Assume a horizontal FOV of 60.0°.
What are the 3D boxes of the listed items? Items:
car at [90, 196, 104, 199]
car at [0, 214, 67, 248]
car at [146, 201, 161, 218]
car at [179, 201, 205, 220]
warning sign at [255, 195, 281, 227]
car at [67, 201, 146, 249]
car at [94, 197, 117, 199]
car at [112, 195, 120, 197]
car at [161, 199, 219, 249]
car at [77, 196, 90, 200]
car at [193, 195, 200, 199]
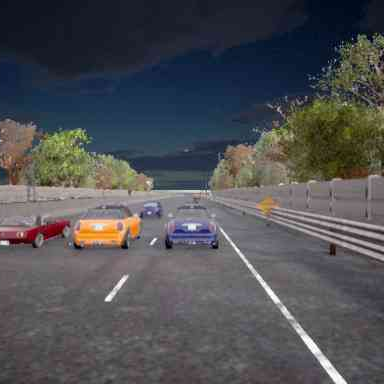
[{"bbox_3d":[-21.000,1.588,75.958,2.128,1.511,4.902,0,0,0],"label":"car"},{"bbox_3d":[-7.000,1.620,14.680,1.895,1.301,4.718,0,0,0],"label":"car"},{"bbox_3d":[-3.500,1.550,29.651,1.812,1.442,4.674,0,0,0],"label":"car"},{"bbox_3d":[0.000,1.581,29.651,2.033,1.411,5.357,0,0,0],"label":"car"},{"bbox_3d":[4.549,1.121,19.907,1.300,1.860,1.060,0,0,0],"label":"warning sign"},{"bbox_3d":[-3.500,1.370,14.620,2.097,1.767,4.553,0,0,0],"label":"car"},{"bbox_3d":[-7.000,1.512,29.651,2.128,1.511,4.902,0,0,0],"label":"car"},{"bbox_3d":[-17.499,1.563,75.958,1.837,1.490,4.892,0,0,0],"label":"car"},{"bbox_3d":[0.000,1.370,14.620,2.097,1.767,4.553,0,0,0],"label":"car"},{"bbox_3d":[-24.500,1.602,75.958,2.033,1.411,5.357,0,0,0],"label":"car"},{"bbox_3d":[1.225,1.625,89.906,1.882,1.535,5.008,0,0,0],"label":"car"}]
